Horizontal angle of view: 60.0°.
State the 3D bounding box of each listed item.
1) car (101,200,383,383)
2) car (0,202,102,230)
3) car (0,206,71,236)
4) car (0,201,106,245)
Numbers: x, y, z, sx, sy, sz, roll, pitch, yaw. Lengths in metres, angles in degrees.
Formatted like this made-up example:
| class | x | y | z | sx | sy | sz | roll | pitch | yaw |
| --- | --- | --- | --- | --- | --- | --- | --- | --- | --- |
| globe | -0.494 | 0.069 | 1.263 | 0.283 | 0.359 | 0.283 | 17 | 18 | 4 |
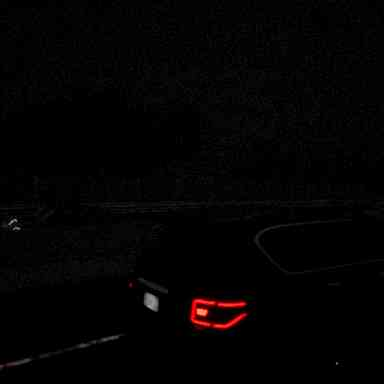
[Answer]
| class | x | y | z | sx | sy | sz | roll | pitch | yaw |
| --- | --- | --- | --- | --- | --- | --- | --- | --- | --- |
| car | 1.759 | 1.237 | 4.995 | 5.566 | 2.045 | 2.150 | 0 | 0 | -35 |
| car | -5.094 | 1.365 | 13.251 | 4.553 | 1.767 | 2.097 | 0 | 0 | -35 |
| car | -9.294 | 1.576 | 18.854 | 4.181 | 1.385 | 1.994 | 0 | 0 | -35 |
| car | -6.804 | 1.366 | 16.331 | 4.553 | 1.767 | 2.097 | 0 | 0 | -35 |
